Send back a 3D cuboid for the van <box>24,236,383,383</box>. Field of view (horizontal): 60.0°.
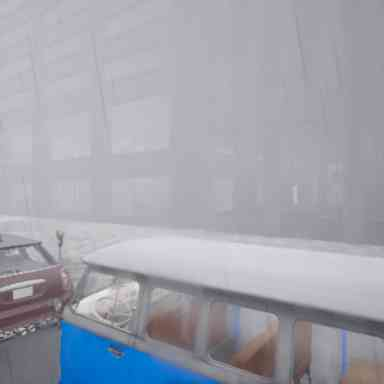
[{"bbox_3d":[0.623,1.341,2.523,3.998,1.788,1.690,0,0,36],"label":"van"}]

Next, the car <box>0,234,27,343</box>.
[{"bbox_3d":[-3.936,1.437,5.790,4.097,1.590,1.967,0,0,36],"label":"car"}]
